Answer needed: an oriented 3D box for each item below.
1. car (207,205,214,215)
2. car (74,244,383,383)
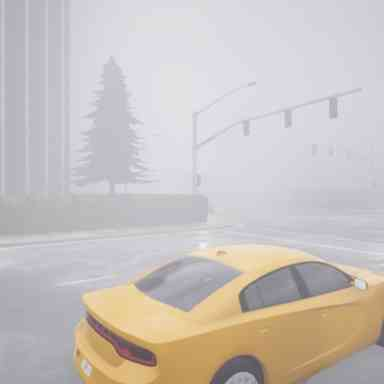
[{"bbox_3d":[0.247,1.517,33.880,1.882,1.535,5.008,0,1,-35],"label":"car"},{"bbox_3d":[1.036,1.478,4.555,5.008,1.535,1.882,0,0,-35],"label":"car"}]
